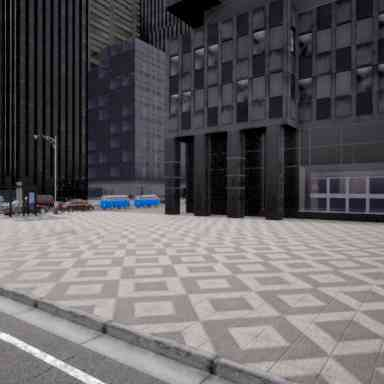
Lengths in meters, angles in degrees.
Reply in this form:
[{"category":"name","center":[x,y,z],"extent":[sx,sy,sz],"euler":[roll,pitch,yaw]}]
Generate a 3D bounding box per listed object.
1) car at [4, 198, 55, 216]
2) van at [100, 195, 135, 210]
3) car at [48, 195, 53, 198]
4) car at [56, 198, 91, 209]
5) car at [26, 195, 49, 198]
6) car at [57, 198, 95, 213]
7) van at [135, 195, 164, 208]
[{"category":"car","center":[-16.004,1.548,31.922],"extent":[2.008,1.369,4.403],"euler":[0,0,35]},{"category":"van","center":[-9.420,1.331,41.174],"extent":[1.690,1.788,3.998],"euler":[0,0,35]},{"category":"car","center":[-19.658,1.284,41.488],"extent":[2.192,1.841,5.009],"euler":[0,0,35]},{"category":"car","center":[-16.367,1.548,46.115],"extent":[1.802,1.307,4.206],"euler":[0,0,35]},{"category":"car","center":[-19.236,1.456,37.490],"extent":[1.882,1.535,5.008],"euler":[0,0,35]},{"category":"car","center":[-12.712,1.575,36.548],"extent":[1.802,1.307,4.206],"euler":[0,0,35]},{"category":"van","center":[-6.129,1.329,45.799],"extent":[1.690,1.788,3.998],"euler":[0,0,35]}]
